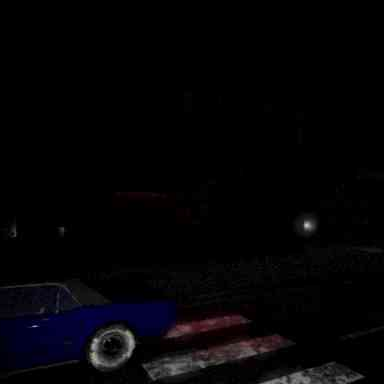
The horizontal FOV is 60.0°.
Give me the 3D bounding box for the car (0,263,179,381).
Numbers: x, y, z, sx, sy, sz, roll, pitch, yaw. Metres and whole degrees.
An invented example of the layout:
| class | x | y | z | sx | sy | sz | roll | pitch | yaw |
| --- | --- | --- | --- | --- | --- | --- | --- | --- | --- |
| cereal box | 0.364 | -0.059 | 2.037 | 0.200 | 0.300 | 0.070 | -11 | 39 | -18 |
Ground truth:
| class | x | y | z | sx | sy | sz | roll | pitch | yaw |
| --- | --- | --- | --- | --- | --- | --- | --- | --- | --- |
| car | -2.681 | 1.766 | 4.655 | 4.718 | 1.301 | 1.895 | 2 | -3 | -27 |
